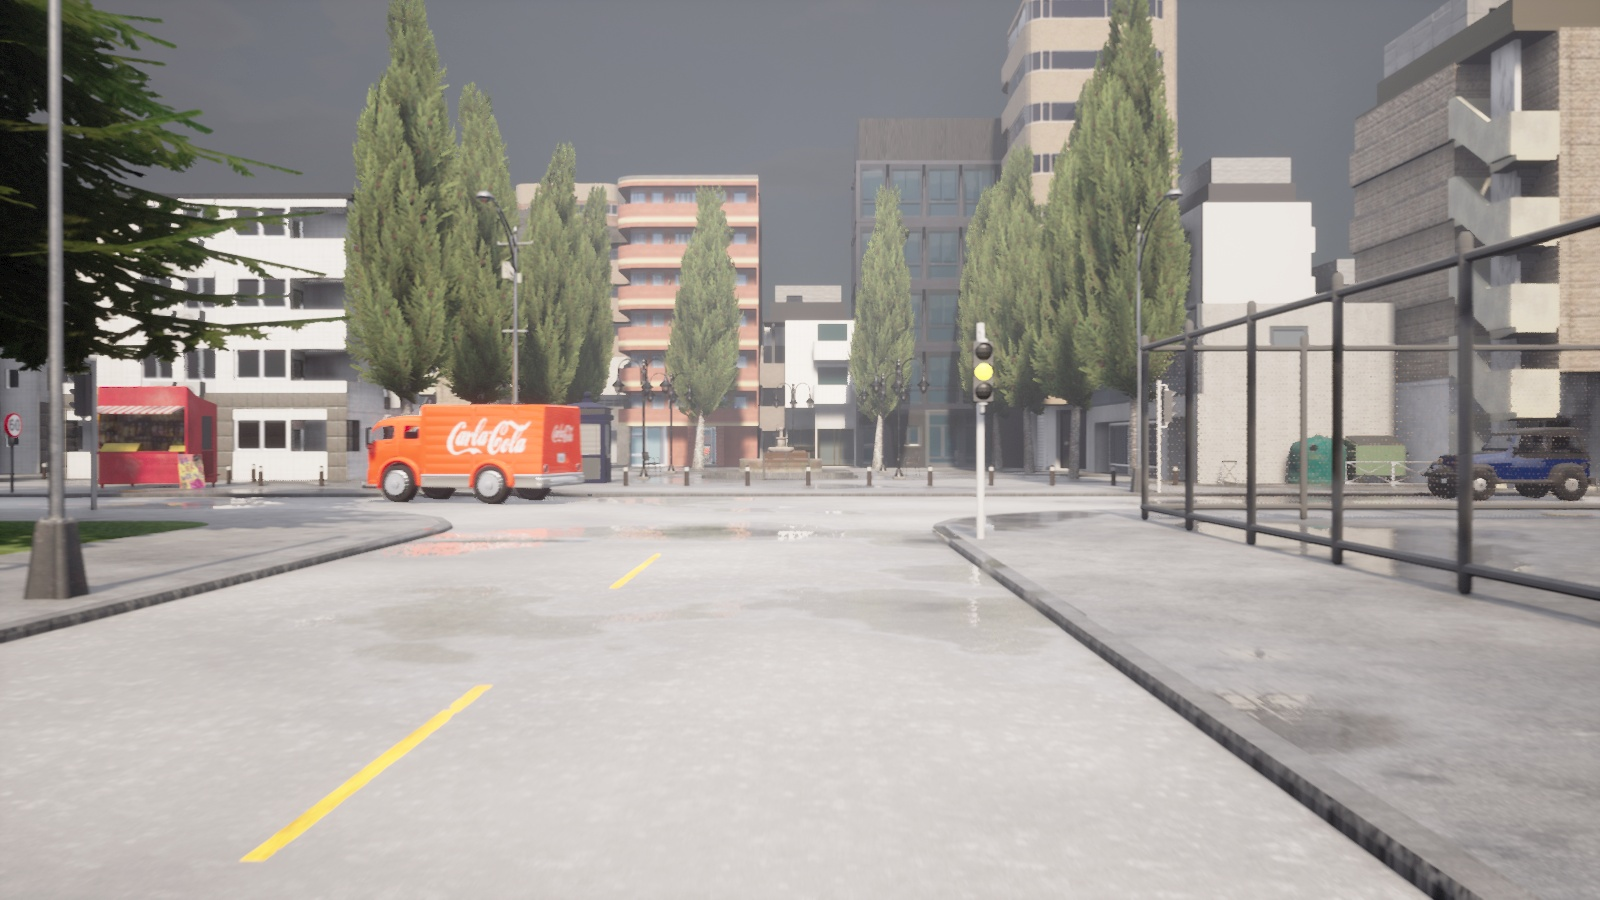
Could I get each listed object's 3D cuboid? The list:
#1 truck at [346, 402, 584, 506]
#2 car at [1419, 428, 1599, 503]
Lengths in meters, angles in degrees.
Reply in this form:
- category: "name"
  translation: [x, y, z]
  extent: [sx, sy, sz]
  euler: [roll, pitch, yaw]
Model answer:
- category: "truck"
  translation: [-8.423, 0.074, 31.808]
  extent: [5.204, 2.467, 2.627]
  euler: [0, 0, 15]
- category: "car"
  translation: [18.405, 0.374, 32.463]
  extent: [3.866, 1.878, 1.905]
  euler: [0, 0, 0]
